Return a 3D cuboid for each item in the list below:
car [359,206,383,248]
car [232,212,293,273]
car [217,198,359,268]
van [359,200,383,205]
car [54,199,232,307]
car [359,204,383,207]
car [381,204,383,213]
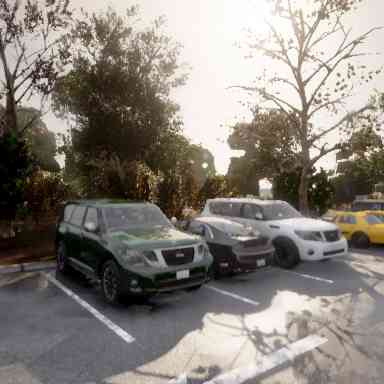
[{"bbox_3d":[6.940,1.580,15.495,1.946,1.575,5.366,1,-1,-37],"label":"car"},{"bbox_3d":[0.265,1.500,10.214,2.231,1.521,4.892,0,0,-37],"label":"car"},{"bbox_3d":[2.504,1.265,11.887,2.435,2.045,5.566,0,0,-37],"label":"car"},{"bbox_3d":[11.483,1.447,18.536,1.878,1.987,4.442,1,-1,-37],"label":"van"},{"bbox_3d":[-1.846,1.235,8.582,2.435,2.045,5.566,0,0,-37],"label":"car"},{"bbox_3d":[9.066,1.621,17.095,1.946,1.575,5.366,1,-1,-37],"label":"car"},{"bbox_3d":[32.072,2.557,50.525,2.033,1.411,5.357,-1,1,-37],"label":"car"}]
